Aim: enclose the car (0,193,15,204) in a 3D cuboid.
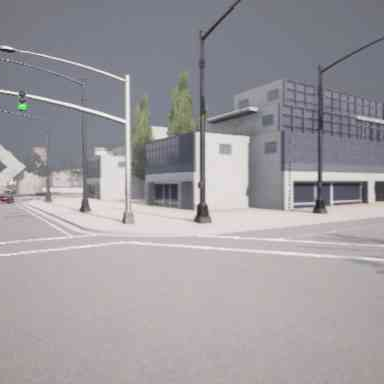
[{"bbox_3d":[-23.588,0.767,41.746,1.895,1.301,4.718,-1,1,-20],"label":"car"}]
